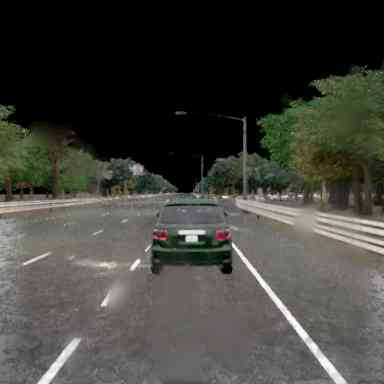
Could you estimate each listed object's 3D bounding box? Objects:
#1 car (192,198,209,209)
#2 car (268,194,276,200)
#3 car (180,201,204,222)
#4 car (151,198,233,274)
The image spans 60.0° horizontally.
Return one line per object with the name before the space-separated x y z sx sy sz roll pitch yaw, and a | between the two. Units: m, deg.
car | 1.211 1.535 46.998 1.812 1.442 4.674 0 0 9
car | 22.740 1.394 91.247 1.882 1.535 5.008 0 0 45
car | -0.017 1.536 27.228 1.812 1.442 4.674 0 0 0
car | -0.006 1.223 10.725 2.150 2.045 5.566 0 0 0
